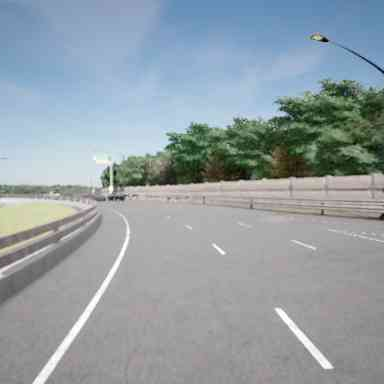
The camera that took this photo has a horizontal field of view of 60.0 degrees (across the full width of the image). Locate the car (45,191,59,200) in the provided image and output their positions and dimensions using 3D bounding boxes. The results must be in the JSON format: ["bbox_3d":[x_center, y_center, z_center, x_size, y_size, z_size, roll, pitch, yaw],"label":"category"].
[{"bbox_3d":[-34.433,0.834,80.761,5.566,2.045,2.150,0,1,39],"label":"car"}]

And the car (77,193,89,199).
[{"bbox_3d":[-27.806,1.029,84.865,2.128,1.511,4.902,-1,1,-28],"label":"car"}]

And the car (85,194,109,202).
[{"bbox_3d":[-18.184,1.160,63.708,1.994,1.385,4.181,-1,1,-39],"label":"car"}]

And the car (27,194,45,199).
[{"bbox_3d":[-37.487,1.158,78.778,4.892,1.490,1.837,0,1,39],"label":"car"}]

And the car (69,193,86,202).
[{"bbox_3d":[-21.734,1.124,62.595,1.882,1.535,5.008,-1,1,-39],"label":"car"}]

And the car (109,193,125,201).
[{"bbox_3d":[-14.907,1.030,65.201,1.882,1.535,5.008,-1,1,-37],"label":"car"}]
